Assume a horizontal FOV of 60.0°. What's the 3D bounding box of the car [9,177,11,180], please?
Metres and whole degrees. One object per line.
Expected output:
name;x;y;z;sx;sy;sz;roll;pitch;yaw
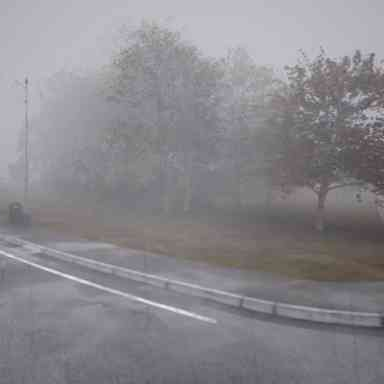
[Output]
car;-44.420;-3.436;83.162;1.895;1.301;4.718;0;3;-4

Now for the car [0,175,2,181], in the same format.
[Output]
car;-47.557;-3.368;79.694;1.837;1.490;4.892;0;3;-7

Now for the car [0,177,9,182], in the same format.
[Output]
car;-42.955;-2.850;72.968;2.033;1.411;5.357;0;3;-9
